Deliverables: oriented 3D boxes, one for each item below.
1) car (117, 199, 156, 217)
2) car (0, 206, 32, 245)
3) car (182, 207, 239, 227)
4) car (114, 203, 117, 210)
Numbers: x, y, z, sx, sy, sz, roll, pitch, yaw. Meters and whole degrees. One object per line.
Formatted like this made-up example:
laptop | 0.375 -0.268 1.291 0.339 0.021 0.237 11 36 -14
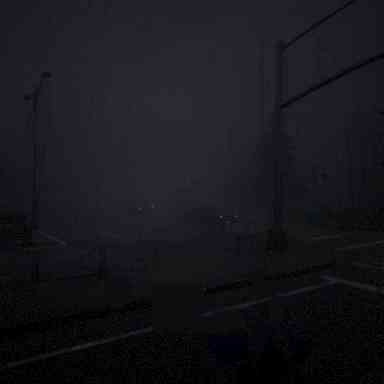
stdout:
car | -5.533 1.546 34.415 2.097 1.767 4.553 1 0 -36
car | -8.073 1.359 14.093 2.007 1.523 4.514 1 -1 -36
car | 1.325 1.798 25.100 1.895 1.301 4.718 1 -1 -36
car | -9.094 1.765 45.450 1.812 1.442 4.674 1 -1 -36
